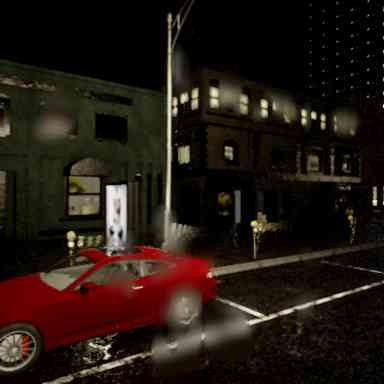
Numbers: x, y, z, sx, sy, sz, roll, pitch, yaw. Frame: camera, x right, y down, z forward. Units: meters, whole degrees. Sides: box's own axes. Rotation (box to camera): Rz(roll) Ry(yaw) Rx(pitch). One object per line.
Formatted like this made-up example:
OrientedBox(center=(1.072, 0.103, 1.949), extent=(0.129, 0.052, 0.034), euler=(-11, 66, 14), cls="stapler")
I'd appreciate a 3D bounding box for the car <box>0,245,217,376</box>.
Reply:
OrientedBox(center=(-1.482, 1.602, 5.506), extent=(4.206, 1.307, 1.802), euler=(1, -1, -36), cls="car")
